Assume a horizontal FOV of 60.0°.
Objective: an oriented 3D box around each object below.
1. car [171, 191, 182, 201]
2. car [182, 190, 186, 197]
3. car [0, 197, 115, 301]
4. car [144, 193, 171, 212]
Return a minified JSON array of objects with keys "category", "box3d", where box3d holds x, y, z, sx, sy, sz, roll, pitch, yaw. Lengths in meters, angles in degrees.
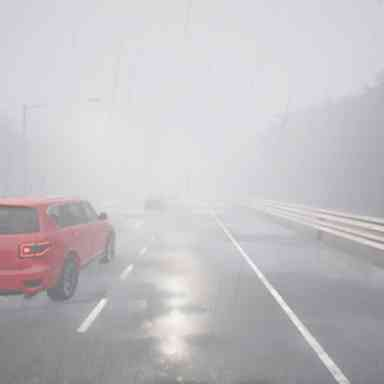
[{"category":"car","box3d":[-3.288,0.824,59.539,1.812,1.442,4.674,0,1,0]},{"category":"car","box3d":[-3.144,0.586,85.696,1.895,1.301,4.718,0,1,0]},{"category":"car","box3d":[-3.491,1.120,8.185,2.150,2.045,5.566,0,1,0]},{"category":"car","box3d":[-3.425,1.092,32.417,1.882,1.535,5.008,0,1,0]}]
